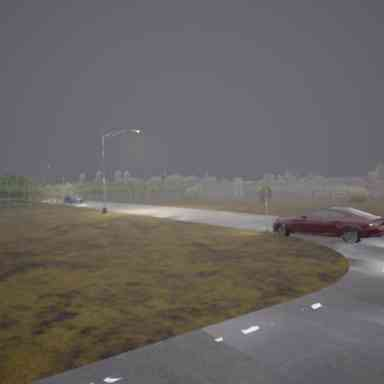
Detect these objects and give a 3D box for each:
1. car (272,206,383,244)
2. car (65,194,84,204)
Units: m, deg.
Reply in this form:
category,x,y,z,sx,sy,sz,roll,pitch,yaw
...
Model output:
category,x,y,z,sx,sy,sz,roll,pitch,yaw
car,5.859,1.344,14.696,4.674,1.442,1.812,0,2,39
car,-17.982,0.992,50.491,2.128,1.511,4.902,-2,1,-36
